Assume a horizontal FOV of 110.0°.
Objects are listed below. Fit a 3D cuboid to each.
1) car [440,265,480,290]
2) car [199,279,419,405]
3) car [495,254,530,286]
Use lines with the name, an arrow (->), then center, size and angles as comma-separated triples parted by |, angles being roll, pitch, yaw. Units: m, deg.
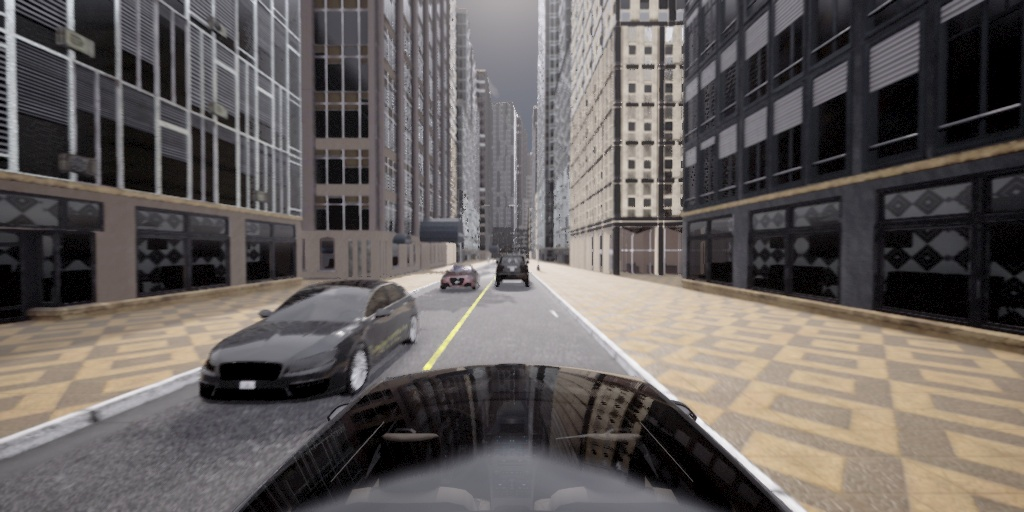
car -> -3.005, 1.241, 21.614 | 1.994, 1.385, 4.181 | 0, 0, 0
car -> -3.097, 1.235, 6.625 | 1.837, 1.490, 4.892 | 0, 1, 0
car -> 0.039, 0.890, 24.461 | 2.150, 2.045, 5.566 | 0, 0, 0
